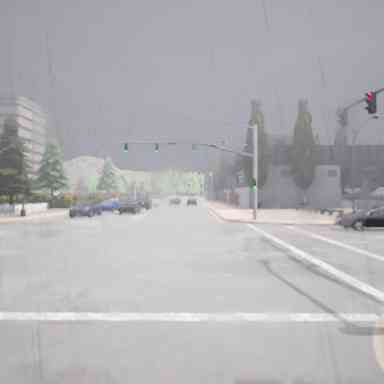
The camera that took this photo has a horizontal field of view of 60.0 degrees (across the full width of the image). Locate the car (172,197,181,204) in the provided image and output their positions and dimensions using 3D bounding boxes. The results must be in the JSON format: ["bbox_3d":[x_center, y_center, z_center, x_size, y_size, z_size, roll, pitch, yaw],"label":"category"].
[{"bbox_3d":[-3.534,1.919,76.387,1.994,1.385,4.181,0,0,0],"label":"car"}]

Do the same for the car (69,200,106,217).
[{"bbox_3d":[-10.672,1.577,33.521,2.097,1.767,4.553,0,0,2],"label":"car"}]

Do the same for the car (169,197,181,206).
[{"bbox_3d":[-3.530,1.947,66.016,1.837,1.490,4.892,0,0,0],"label":"car"}]

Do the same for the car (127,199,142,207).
[{"bbox_3d":[-10.587,1.973,61.054,1.994,1.385,4.181,0,0,0],"label":"car"}]

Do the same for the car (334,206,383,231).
[{"bbox_3d":[11.538,1.632,20.884,4.902,1.511,2.128,0,0,-1],"label":"car"}]

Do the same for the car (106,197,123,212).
[{"bbox_3d":[-10.610,1.764,42.655,1.882,1.535,5.008,0,0,0],"label":"car"}]

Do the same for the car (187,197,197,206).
[{"bbox_3d":[-0.030,1.920,66.018,1.882,1.535,5.008,0,0,0],"label":"car"}]

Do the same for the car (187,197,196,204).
[{"bbox_3d":[-0.034,1.920,76.388,1.994,1.385,4.181,0,0,0],"label":"car"}]

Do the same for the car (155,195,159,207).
[{"bbox_3d":[-7.084,1.614,58.607,2.150,2.045,5.566,0,0,1],"label":"car"}]

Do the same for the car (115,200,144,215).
[{"bbox_3d":[-7.101,1.857,38.211,1.895,1.301,4.718,0,0,0],"label":"car"}]

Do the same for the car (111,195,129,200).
[{"bbox_3d":[-10.608,1.695,51.171,2.097,1.767,4.553,0,0,0],"label":"car"}]

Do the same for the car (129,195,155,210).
[{"bbox_3d":[-7.097,1.543,47.951,2.150,2.045,5.566,0,0,0],"label":"car"}]
